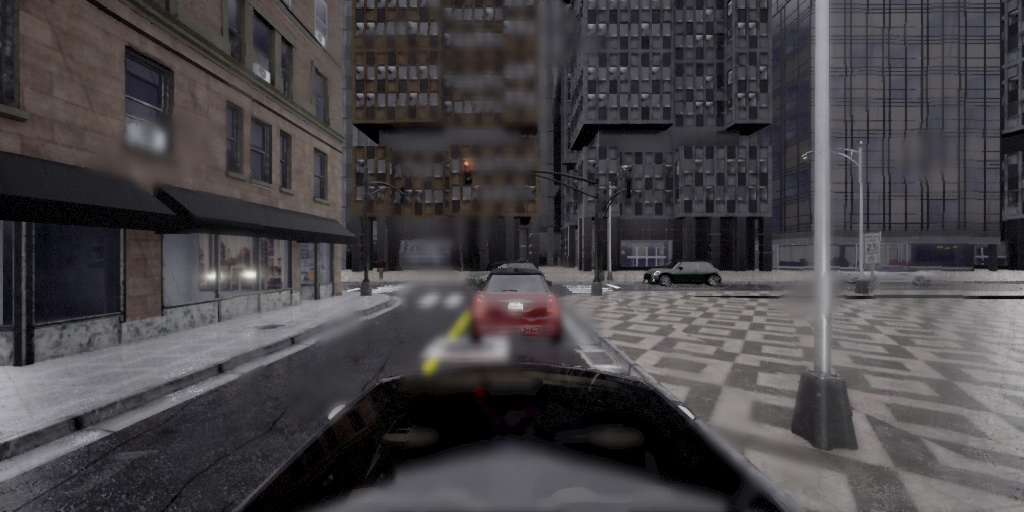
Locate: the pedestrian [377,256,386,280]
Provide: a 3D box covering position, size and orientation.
[{"bbox_3d":[-9.839,0.903,26.925,0.375,1.860,0.375,0,0,1],"label":"pedestrian"}]

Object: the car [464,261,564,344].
[{"bbox_3d":[0.068,1.102,9.743,2.097,1.767,4.553,0,0,-1],"label":"car"}]

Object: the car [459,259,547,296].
[{"bbox_3d":[-0.411,1.099,19.953,4.553,1.767,2.097,0,0,-39],"label":"car"}]

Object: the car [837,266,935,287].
[{"bbox_3d":[24.352,1.315,23.513,4.718,1.301,1.895,0,0,1],"label":"car"}]

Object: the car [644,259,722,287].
[{"bbox_3d":[11.138,1.085,23.659,4.553,1.767,2.097,0,0,1],"label":"car"}]
